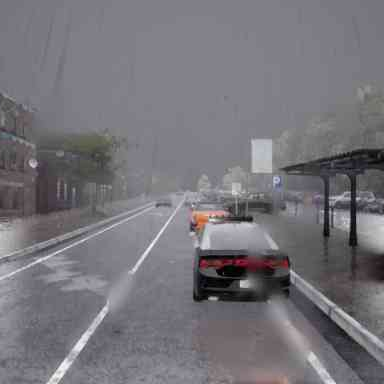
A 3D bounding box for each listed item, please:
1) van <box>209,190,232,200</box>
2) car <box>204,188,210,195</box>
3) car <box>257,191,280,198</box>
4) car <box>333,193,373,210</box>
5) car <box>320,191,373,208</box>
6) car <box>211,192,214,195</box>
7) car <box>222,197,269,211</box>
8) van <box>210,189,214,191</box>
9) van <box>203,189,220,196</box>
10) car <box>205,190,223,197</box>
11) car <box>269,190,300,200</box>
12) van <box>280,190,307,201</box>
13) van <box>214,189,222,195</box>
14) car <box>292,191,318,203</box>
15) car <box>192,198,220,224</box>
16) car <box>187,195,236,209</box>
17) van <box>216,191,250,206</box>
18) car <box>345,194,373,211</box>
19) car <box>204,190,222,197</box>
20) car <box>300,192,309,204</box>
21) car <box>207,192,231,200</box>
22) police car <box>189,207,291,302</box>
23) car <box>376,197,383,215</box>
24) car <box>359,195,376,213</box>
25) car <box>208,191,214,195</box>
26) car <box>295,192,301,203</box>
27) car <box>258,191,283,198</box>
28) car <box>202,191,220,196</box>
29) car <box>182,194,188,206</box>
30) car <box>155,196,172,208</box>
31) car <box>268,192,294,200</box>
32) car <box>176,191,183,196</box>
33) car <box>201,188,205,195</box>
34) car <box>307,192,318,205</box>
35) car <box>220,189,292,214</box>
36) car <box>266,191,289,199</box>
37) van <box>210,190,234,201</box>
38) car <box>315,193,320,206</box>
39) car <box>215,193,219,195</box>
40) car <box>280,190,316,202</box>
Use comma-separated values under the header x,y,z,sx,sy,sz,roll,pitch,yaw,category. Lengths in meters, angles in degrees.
x,y,z,sx,sy,sz,roll,pitch,yaw,category
5.670,0.611,66.497,4.442,1.987,1.878,0,1,0,van
5.544,0.680,60.889,5.566,2.045,2.435,0,1,0,car
18.590,0.596,80.930,4.892,1.521,2.231,0,1,0,car
18.739,1.226,36.516,5.008,1.535,2.097,0,1,0,car
18.696,0.950,39.289,5.566,2.045,2.435,0,1,0,car
5.639,1.125,49.676,4.792,1.488,2.163,0,1,0,car
5.660,1.273,35.658,4.674,1.452,2.002,0,1,0,car
5.698,0.752,58.090,4.442,1.987,1.878,0,1,0,van
5.352,0.186,91.722,4.442,1.987,1.878,0,1,0,van
5.466,0.428,83.315,4.553,1.767,2.185,0,1,0,car
18.660,0.577,67.048,5.566,2.045,2.435,0,1,0,car
18.767,0.696,61.499,4.442,1.987,1.878,0,1,0,van
5.512,0.930,44.068,4.442,1.987,1.878,0,1,0,van
18.707,1.080,53.176,4.792,1.488,2.163,0,1,0,car
0.926,1.303,24.526,1.801,1.575,5.366,0,1,0,car
0.938,1.254,18.297,2.097,1.767,4.553,0,1,0,car
5.736,0.900,46.870,4.442,1.987,1.878,0,1,0,van
18.749,1.251,33.740,5.008,1.535,2.097,0,1,0,car
5.456,0.381,86.118,4.553,1.767,2.185,0,1,0,car
18.881,1.116,47.621,5.366,1.575,1.946,0,1,0,car
5.538,0.790,69.303,4.892,1.521,2.231,0,1,0,car
0.959,1.401,8.428,1.930,1.638,5.238,0,0,0,police car
18.791,1.330,28.190,4.792,1.488,2.163,0,1,0,car
18.759,1.277,30.964,4.892,1.521,2.231,0,1,0,car
5.597,1.020,55.286,4.892,1.521,2.231,0,1,0,car
18.658,1.118,50.393,4.792,1.488,2.163,0,1,0,car
18.409,0.639,78.153,5.366,1.575,1.946,0,1,0,car
5.454,0.365,94.529,5.008,1.535,2.097,0,1,0,car
-0.058,1.214,46.852,1.895,1.301,4.718,0,1,1,car
-3.431,1.228,41.056,2.033,1.411,5.357,0,1,0,car
18.593,0.811,69.828,4.792,1.488,2.163,0,1,0,car
-3.433,0.495,92.121,1.994,1.385,4.181,0,1,0,car
5.487,0.397,77.707,5.566,2.045,2.435,0,1,0,car
18.701,1.149,44.844,5.008,1.535,2.097,0,1,0,car
5.648,1.032,30.048,5.566,2.045,2.435,0,1,0,car
18.644,0.610,72.602,4.553,1.767,2.185,0,1,0,car
5.679,0.658,63.694,4.442,1.987,1.878,0,1,0,van
18.709,1.177,42.066,4.892,1.521,2.231,0,1,0,car
5.633,1.182,41.264,5.008,1.535,2.097,0,1,0,car
18.688,0.717,58.723,5.566,2.045,2.435,0,1,0,car
